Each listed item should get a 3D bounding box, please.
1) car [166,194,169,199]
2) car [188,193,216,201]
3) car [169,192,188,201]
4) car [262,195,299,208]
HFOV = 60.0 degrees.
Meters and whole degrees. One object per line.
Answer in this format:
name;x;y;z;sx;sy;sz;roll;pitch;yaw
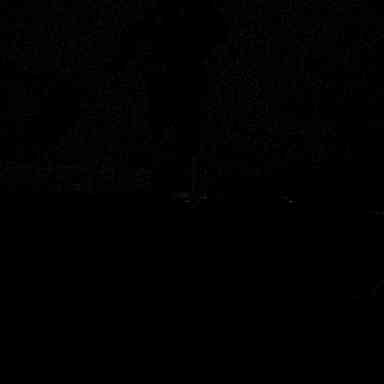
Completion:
car;-3.527;0.743;67.909;1.994;1.385;4.181;1;0;-36
car;2.129;0.891;60.125;2.033;1.411;5.357;1;0;-35
car;-1.496;0.746;60.342;1.882;1.535;5.008;1;0;-35
car;11.238;1.128;42.453;1.882;1.535;5.008;1;1;-36
